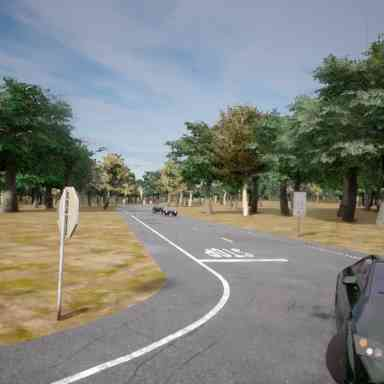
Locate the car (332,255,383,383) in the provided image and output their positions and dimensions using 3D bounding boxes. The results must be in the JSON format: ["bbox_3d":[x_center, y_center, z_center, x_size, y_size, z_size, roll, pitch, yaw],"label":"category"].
[{"bbox_3d":[3.109,1.643,4.624,1.994,1.385,4.181,1,-1,22],"label":"car"}]

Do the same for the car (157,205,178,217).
[{"bbox_3d":[-3.420,2.850,48.036,1.895,1.301,4.718,3,-2,-13],"label":"car"}]

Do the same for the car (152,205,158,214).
[{"bbox_3d":[-5.664,2.960,56.886,1.882,1.535,5.008,3,-2,-14],"label":"car"}]
